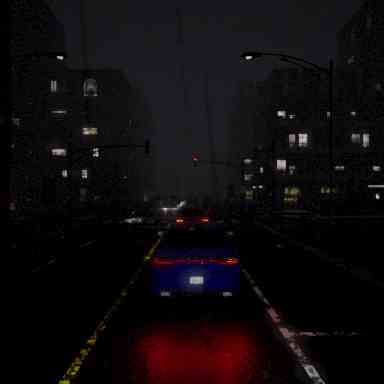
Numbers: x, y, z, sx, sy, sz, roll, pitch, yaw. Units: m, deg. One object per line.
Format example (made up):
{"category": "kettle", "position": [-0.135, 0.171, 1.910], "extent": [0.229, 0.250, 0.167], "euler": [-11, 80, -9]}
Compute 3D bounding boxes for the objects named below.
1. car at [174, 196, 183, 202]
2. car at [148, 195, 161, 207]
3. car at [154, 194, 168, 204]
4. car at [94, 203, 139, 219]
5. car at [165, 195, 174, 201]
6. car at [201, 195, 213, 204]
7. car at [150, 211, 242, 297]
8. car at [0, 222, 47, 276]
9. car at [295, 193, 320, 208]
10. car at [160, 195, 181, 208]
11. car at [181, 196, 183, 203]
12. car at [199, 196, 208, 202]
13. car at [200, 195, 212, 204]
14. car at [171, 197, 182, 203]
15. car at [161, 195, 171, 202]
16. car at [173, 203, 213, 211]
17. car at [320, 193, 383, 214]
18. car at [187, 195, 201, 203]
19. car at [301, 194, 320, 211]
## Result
{"category": "car", "position": [-3.114, 1.621, 78.539], "extent": [1.895, 1.301, 4.718], "euler": [0, 0, 0]}
{"category": "car", "position": [-5.765, 1.580, 51.838], "extent": [1.947, 1.339, 4.313], "euler": [0, 0, 0]}
{"category": "car", "position": [-5.782, 1.336, 63.203], "extent": [2.192, 1.841, 5.009], "euler": [0, 0, 0]}
{"category": "car", "position": [-6.840, 1.671, 30.045], "extent": [4.181, 1.385, 1.994], "euler": [-1, 0, 29]}
{"category": "car", "position": [-5.814, 1.480, 85.934], "extent": [1.967, 1.590, 4.097], "euler": [0, 0, 0]}
{"category": "car", "position": [2.607, 1.458, 57.535], "extent": [1.967, 1.590, 4.097], "euler": [0, 0, 0]}
{"category": "car", "position": [0.090, 1.477, 8.612], "extent": [1.882, 1.535, 5.008], "euler": [0, 0, 0]}
{"category": "car", "position": [-5.755, 1.582, 9.815], "extent": [1.802, 1.307, 4.206], "euler": [0, 0, 0]}
{"category": "car", "position": [14.505, 1.014, 38.183], "extent": [5.009, 1.841, 2.192], "euler": [-1, 1, -1]}
{"category": "car", "position": [-3.151, 1.560, 49.210], "extent": [2.033, 1.411, 5.357], "euler": [0, 0, -1]}
{"category": "car", "position": [-3.163, 1.370, 58.692], "extent": [2.097, 1.767, 4.553], "euler": [0, 0, 0]}
{"category": "car", "position": [2.583, 1.612, 74.582], "extent": [1.802, 1.307, 4.206], "euler": [0, 0, 0]}
{"category": "car", "position": [2.599, 1.461, 63.217], "extent": [1.967, 1.590, 4.097], "euler": [0, 0, 0]}
{"category": "car", "position": [-3.109, 1.626, 68.201], "extent": [1.895, 1.301, 4.718], "euler": [0, 0, 0]}
{"category": "car", "position": [-5.798, 1.470, 74.569], "extent": [1.967, 1.590, 4.097], "euler": [0, 0, 0]}
{"category": "car", "position": [0.072, 1.526, 17.952], "extent": [1.812, 1.442, 4.674], "euler": [0, 0, 1]}
{"category": "car", "position": [14.651, 1.029, 29.805], "extent": [5.009, 1.841, 2.192], "euler": [-1, 1, -1]}
{"category": "car", "position": [0.018, 1.509, 57.096], "extent": [2.128, 1.511, 4.902], "euler": [0, 0, 0]}
{"category": "car", "position": [14.732, 1.205, 35.614], "extent": [4.892, 1.490, 1.837], "euler": [-1, 0, -1]}
